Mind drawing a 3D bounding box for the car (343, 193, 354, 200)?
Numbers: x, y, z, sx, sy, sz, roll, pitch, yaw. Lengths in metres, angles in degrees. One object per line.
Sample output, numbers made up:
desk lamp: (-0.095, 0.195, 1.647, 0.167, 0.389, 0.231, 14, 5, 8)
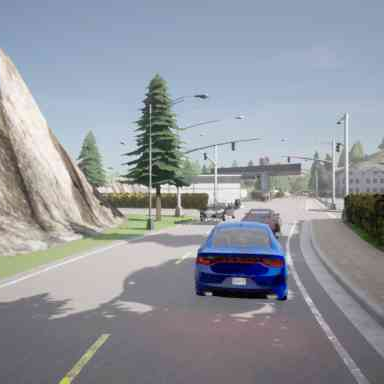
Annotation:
car: (40.213, 1.077, 83.015, 3.866, 1.878, 1.905, 0, 0, 19)

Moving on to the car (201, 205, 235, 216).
car: (1.973, 1.243, 24.235, 2.128, 1.511, 4.902, 0, 0, 19)

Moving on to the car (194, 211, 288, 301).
car: (1.293, 1.478, 8.513, 1.882, 1.535, 5.008, 0, 0, 10)

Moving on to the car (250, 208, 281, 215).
car: (3.699, 1.564, 17.701, 1.994, 1.385, 4.181, 0, 0, 17)
